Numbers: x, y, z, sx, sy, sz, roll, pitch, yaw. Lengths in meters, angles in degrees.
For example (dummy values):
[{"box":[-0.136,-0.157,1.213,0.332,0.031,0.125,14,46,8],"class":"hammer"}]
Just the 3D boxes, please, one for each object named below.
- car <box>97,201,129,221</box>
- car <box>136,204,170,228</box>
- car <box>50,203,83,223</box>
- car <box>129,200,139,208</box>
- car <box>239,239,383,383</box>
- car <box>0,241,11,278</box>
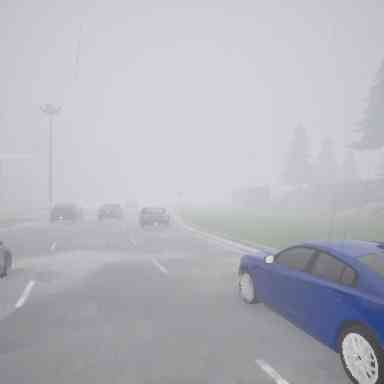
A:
[{"box":[-7.141,1.739,29.588,2.033,1.411,5.357,0,0,-6],"class":"car"},{"box":[-2.759,1.747,23.613,1.895,1.301,4.718,0,0,-11],"class":"car"},{"box":[-10.359,1.694,27.771,1.837,1.490,4.892,0,0,-8],"class":"car"},{"box":[-9.183,1.924,51.057,1.895,1.301,4.718,0,0,-5],"class":"car"},{"box":[2.433,1.505,5.450,1.882,1.535,5.008,0,0,-16],"class":"car"},{"box":[-5.360,1.582,7.322,1.812,1.442,4.674,0,0,-19],"class":"car"}]
